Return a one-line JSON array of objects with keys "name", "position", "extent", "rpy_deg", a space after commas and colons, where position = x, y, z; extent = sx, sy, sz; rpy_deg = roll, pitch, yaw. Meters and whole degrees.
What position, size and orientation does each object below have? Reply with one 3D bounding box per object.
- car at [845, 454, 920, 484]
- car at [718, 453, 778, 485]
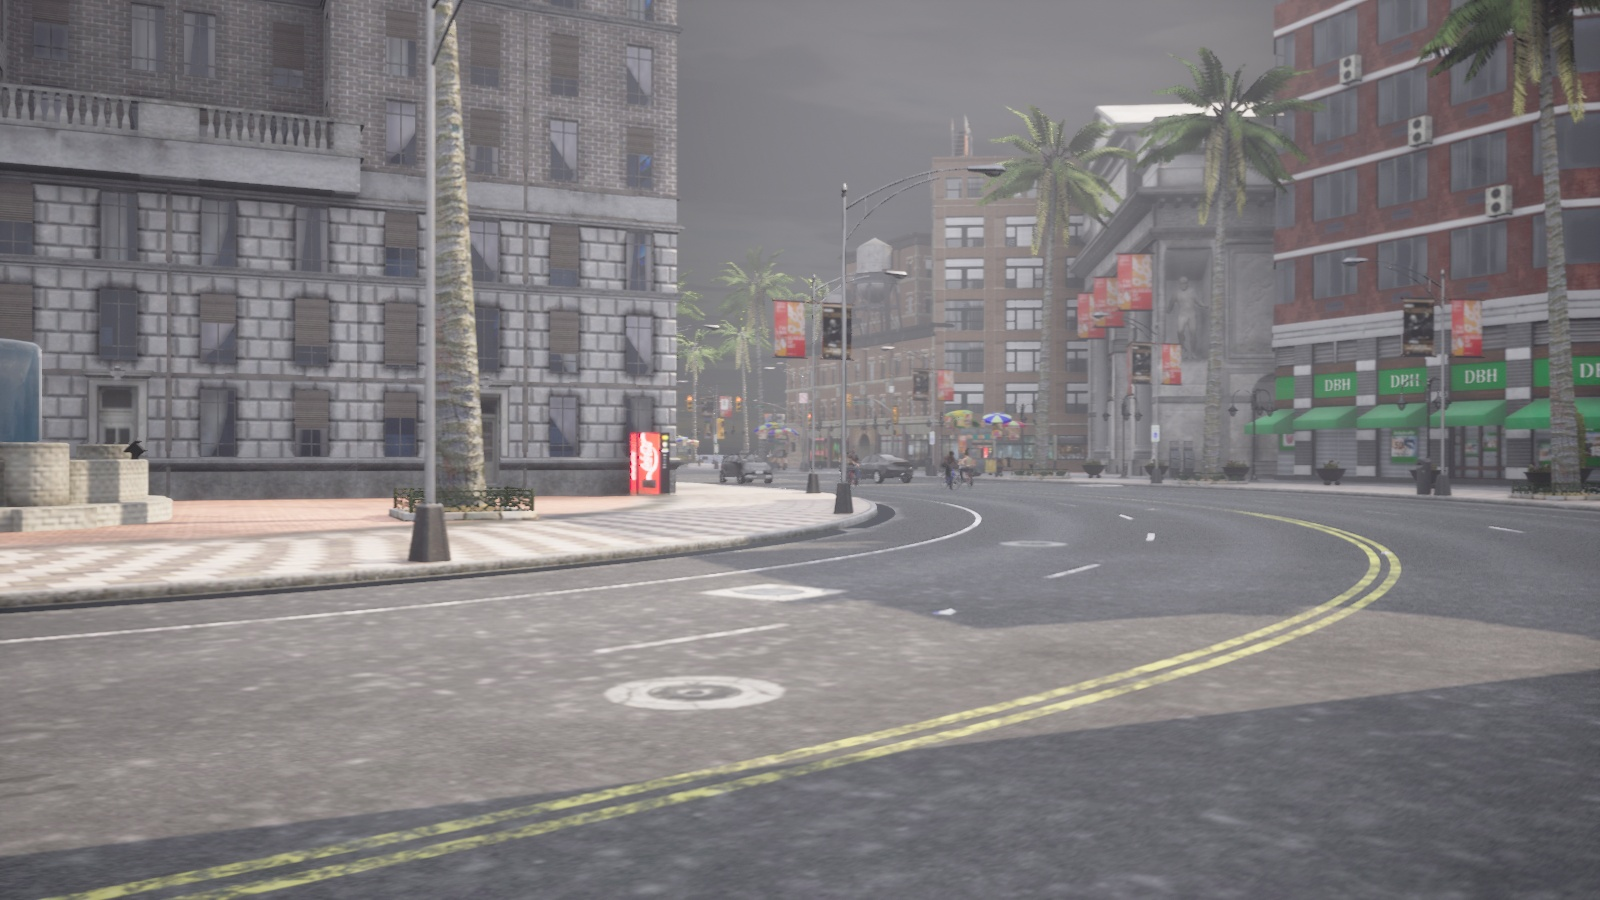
[{"name": "car", "position": [4.218, 0.954, 65.180], "extent": [1.837, 1.490, 4.892], "rpy_deg": [0, 0, -24]}, {"name": "car", "position": [-2.644, 0.943, 63.216], "extent": [1.789, 1.549, 3.705], "rpy_deg": [0, -1, -24]}]
